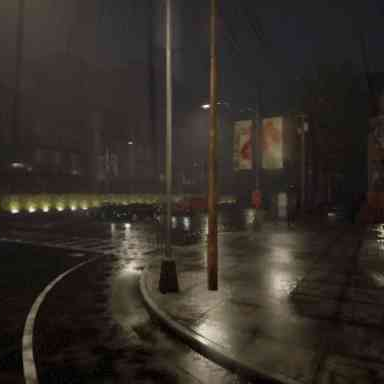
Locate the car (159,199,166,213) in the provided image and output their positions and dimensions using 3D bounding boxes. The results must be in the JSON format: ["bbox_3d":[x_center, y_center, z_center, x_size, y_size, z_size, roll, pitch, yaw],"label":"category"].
[{"bbox_3d":[-3.335,1.611,38.525,2.097,1.767,4.553,0,0,29],"label":"car"}]

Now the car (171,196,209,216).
[{"bbox_3d":[-0.064,1.490,37.204,2.150,2.045,5.566,0,0,29],"label":"car"}]

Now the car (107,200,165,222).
[{"bbox_3d":[-4.732,1.686,28.728,1.837,1.490,4.892,0,0,29],"label":"car"}]

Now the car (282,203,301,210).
[{"bbox_3d":[14.671,2.038,48.731,1.895,1.301,4.718,0,-1,35],"label":"car"}]

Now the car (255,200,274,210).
[{"bbox_3d":[10.837,1.947,49.548,1.812,1.442,4.674,0,-1,29],"label":"car"}]

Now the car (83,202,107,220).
[{"bbox_3d":[-7.735,1.668,30.532,2.128,1.511,4.902,0,0,29],"label":"car"}]
